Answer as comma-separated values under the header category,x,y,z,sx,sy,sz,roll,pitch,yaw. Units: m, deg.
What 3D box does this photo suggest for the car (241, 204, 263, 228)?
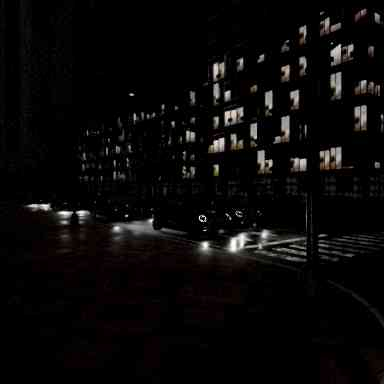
category,x,y,z,sx,sy,sz,roll,pitch,yaw
car,1.911,1.104,19.227,2.097,1.767,4.553,0,1,-38

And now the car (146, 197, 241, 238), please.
category,x,y,z,sx,sy,sz,roll,pitch,yaw
car,-0.075,1.124,16.497,2.097,1.767,4.553,0,1,-38

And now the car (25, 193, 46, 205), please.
category,x,y,z,sx,sy,sz,roll,pitch,yaw
car,-18.812,0.780,40.341,1.994,1.385,4.181,0,1,-38

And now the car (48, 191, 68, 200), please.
category,x,y,z,sx,sy,sz,roll,pitch,yaw
car,-22.574,0.541,55.894,1.895,1.301,4.718,0,1,-38

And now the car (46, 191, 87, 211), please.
category,x,y,z,sx,sy,sz,roll,pitch,yaw
car,-12.096,0.922,31.736,1.837,1.490,4.892,0,1,-38

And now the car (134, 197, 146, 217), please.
category,x,y,z,sx,sy,sz,roll,pitch,yaw
car,-3.966,1.126,26.661,2.033,1.411,5.357,0,1,-38

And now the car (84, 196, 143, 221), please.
category,x,y,z,sx,sy,sz,roll,pitch,yaw
car,-5.653,1.208,23.555,1.895,1.301,4.718,0,1,-38

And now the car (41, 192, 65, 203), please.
category,x,y,z,sx,sy,sz,roll,pitch,yaw
car,-19.621,0.719,46.713,1.895,1.301,4.718,0,1,-38

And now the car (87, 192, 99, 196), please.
category,x,y,z,sx,sy,sz,roll,pitch,yaw
car,-10.188,0.995,34.563,1.895,1.301,4.718,0,1,-38
